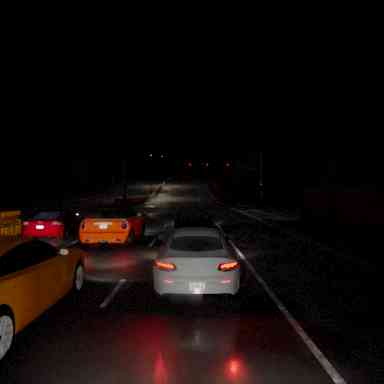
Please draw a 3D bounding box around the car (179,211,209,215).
[{"bbox_3d":[0.094,1.601,17.162,1.895,1.301,4.718,0,0,0],"label":"car"}]

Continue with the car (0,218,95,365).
[{"bbox_3d":[-3.403,1.478,5.749,1.882,1.535,5.008,0,0,0],"label":"car"}]

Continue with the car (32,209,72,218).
[{"bbox_3d":[-6.906,1.564,17.118,1.994,1.385,4.181,0,0,0],"label":"car"}]

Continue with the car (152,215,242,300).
[{"bbox_3d":[0.094,1.526,8.273,1.812,1.442,4.674,0,0,0],"label":"car"}]

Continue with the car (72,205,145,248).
[{"bbox_3d":[-3.406,1.352,14.922,2.097,1.767,4.553,0,0,0],"label":"car"}]
